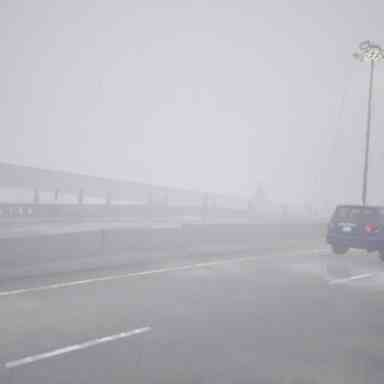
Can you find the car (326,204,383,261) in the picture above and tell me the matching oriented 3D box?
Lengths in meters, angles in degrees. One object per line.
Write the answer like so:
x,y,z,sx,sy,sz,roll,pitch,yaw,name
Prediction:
7.803,1.571,13.618,5.566,2.045,2.150,4,-2,-35,car
